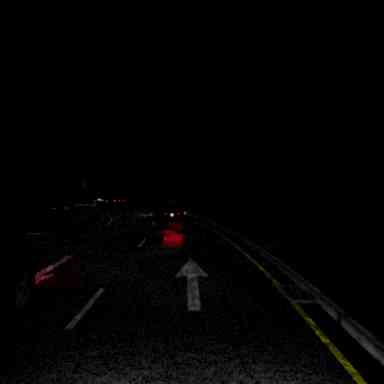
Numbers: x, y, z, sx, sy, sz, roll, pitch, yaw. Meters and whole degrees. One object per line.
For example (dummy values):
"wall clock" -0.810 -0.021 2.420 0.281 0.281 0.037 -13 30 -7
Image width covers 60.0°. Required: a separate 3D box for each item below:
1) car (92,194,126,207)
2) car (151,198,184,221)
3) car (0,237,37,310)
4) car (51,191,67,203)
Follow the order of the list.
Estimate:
"car" -10.043 0.971 40.069 2.033 1.411 5.357 0 1 -43
"car" -1.798 1.187 24.140 1.837 1.490 4.892 0 1 -12
"car" -4.047 1.449 4.800 2.128 1.511 4.902 0 1 -1
"car" -18.578 0.597 44.199 5.008 1.535 1.882 3 2 40
